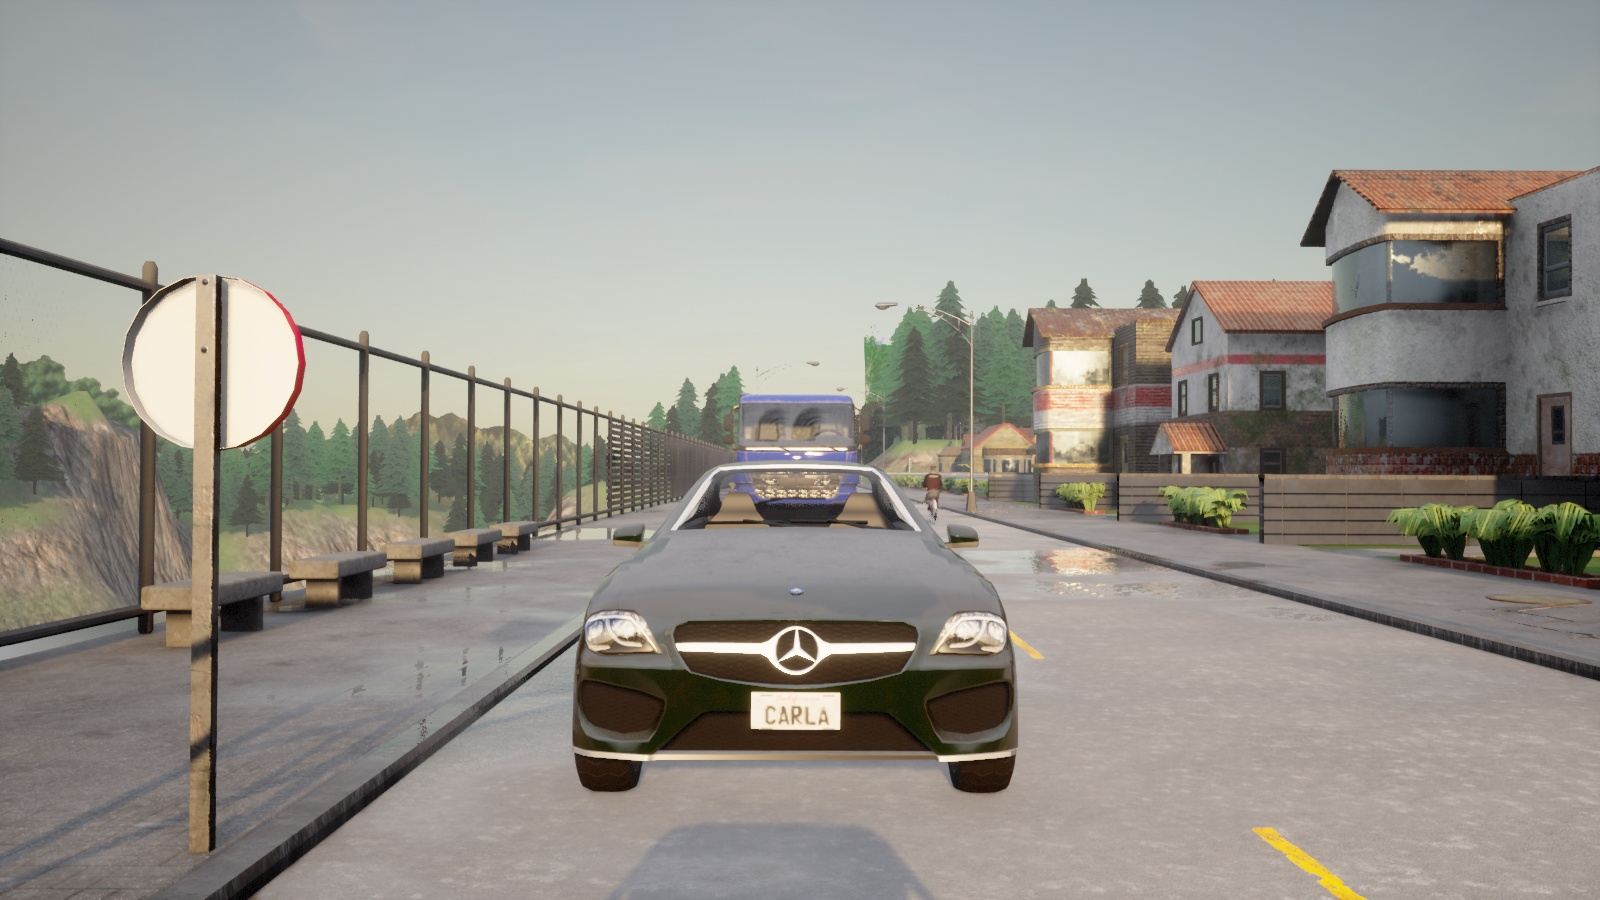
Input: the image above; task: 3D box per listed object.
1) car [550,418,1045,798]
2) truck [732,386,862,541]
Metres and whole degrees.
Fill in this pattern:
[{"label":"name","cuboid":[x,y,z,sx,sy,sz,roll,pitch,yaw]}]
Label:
[{"label":"car","cuboid":[-0.021,0.727,7.997,2.152,1.651,5.027,0,-1,0]},{"label":"truck","cuboid":[-0.083,0.369,31.989,2.891,3.462,7.936,0,-1,0]}]
